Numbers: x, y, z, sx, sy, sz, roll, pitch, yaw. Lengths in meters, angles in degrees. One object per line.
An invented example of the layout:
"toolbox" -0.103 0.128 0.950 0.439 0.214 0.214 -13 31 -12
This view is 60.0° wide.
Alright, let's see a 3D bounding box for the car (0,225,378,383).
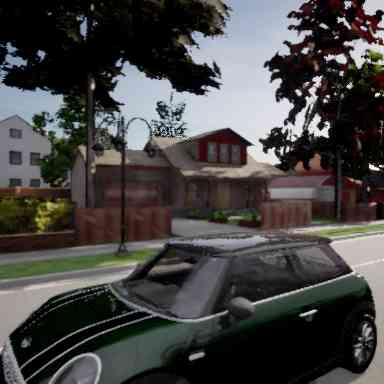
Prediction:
"car" 0.237 1.361 4.070 4.553 1.767 2.097 0 0 -35
